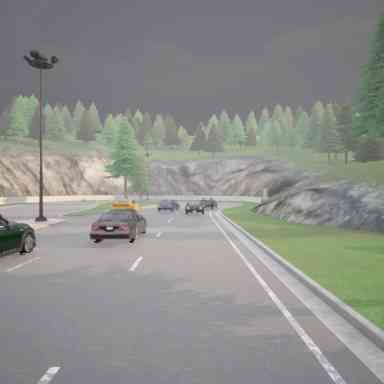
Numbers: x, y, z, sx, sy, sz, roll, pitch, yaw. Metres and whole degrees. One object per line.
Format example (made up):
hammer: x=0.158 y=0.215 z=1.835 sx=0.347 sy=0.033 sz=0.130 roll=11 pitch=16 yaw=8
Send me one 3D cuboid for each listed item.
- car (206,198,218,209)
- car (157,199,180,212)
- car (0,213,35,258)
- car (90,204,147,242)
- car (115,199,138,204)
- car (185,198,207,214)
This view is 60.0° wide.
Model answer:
car: x=2.216 y=1.492 z=44.518 sx=2.128 sy=1.511 sz=4.902 roll=0 pitch=0 yaw=14
car: x=-2.676 y=1.547 z=39.129 sx=2.033 sy=1.411 sz=5.357 roll=0 pitch=0 yaw=8
car: x=-6.899 y=1.352 z=10.594 sx=2.097 sy=1.767 sz=4.553 roll=0 pitch=0 yaw=0
car: x=-3.398 y=1.547 z=16.222 sx=2.033 sy=1.411 sz=5.357 roll=0 pitch=0 yaw=0
car: x=-6.677 y=1.478 z=33.900 sx=1.882 sy=1.535 sz=5.008 roll=0 pitch=0 yaw=2
car: x=0.341 y=1.601 z=34.364 sx=1.895 sy=1.301 sz=4.718 roll=0 pitch=0 yaw=3
